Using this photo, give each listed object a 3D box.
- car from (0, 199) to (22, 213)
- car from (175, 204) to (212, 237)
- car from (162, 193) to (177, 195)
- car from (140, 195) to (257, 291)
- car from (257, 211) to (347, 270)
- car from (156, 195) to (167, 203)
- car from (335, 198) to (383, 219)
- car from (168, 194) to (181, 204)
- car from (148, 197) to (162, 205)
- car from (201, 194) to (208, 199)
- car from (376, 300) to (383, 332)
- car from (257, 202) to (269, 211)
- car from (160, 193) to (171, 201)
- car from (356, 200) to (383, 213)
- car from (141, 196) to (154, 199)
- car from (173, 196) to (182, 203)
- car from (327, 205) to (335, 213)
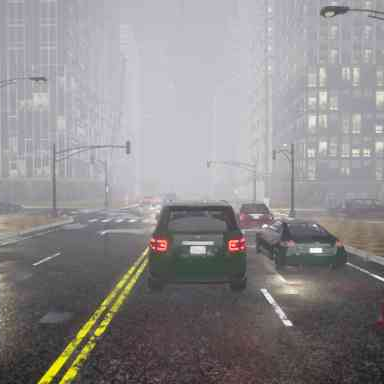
[{"bbox_3d":[-19.564,1.405,33.616,4.181,1.385,1.994,1,1,1],"label":"car"},{"bbox_3d":[0.139,1.516,18.825,1.812,1.442,4.674,0,0,2],"label":"car"},{"bbox_3d":[-3.245,1.185,51.699,2.150,2.045,5.566,0,0,-1],"label":"car"},{"bbox_3d":[0.122,1.218,9.142,2.150,2.045,5.566,0,0,0],"label":"car"},{"bbox_3d":[3.375,1.559,11.069,1.994,1.385,4.181,0,0,0],"label":"car"},{"bbox_3d":[-6.342,1.420,69.161,1.882,1.535,5.008,0,0,0],"label":"car"},{"bbox_3d":[16.270,1.519,30.354,5.009,1.841,2.192,1,0,1],"label":"car"},{"bbox_3d":[-3.173,1.304,61.510,2.097,1.767,4.553,0,0,0],"label":"car"},{"bbox_3d":[-6.437,1.556,58.907,1.895,1.301,4.718,0,0,0],"label":"car"},{"bbox_3d":[3.460,1.219,91.591,1.882,1.535,5.008,0,0,0],"label":"car"},{"bbox_3d":[3.355,1.600,2.244,1.895,1.301,4.718,0,0,0],"label":"car"},{"bbox_3d":[3.395,1.342,19.683,2.097,1.767,4.553,0,0,0],"label":"car"},{"bbox_3d":[-6.318,1.153,79.731,2.150,2.045,5.566,0,0,0],"label":"car"},{"bbox_3d":[21.898,1.642,38.628,4.829,1.417,1.752,1,0,1],"label":"car"},{"bbox_3d":[-6.509,1.318,49.917,2.097,1.767,4.553,0,0,1],"label":"car"},{"bbox_3d":[-3.087,1.535,71.563,1.895,1.301,4.718,0,0,0],"label":"car"},{"bbox_3d":[16.940,1.679,36.125,4.181,1.385,1.994,0,1,1],"label":"car"}]
